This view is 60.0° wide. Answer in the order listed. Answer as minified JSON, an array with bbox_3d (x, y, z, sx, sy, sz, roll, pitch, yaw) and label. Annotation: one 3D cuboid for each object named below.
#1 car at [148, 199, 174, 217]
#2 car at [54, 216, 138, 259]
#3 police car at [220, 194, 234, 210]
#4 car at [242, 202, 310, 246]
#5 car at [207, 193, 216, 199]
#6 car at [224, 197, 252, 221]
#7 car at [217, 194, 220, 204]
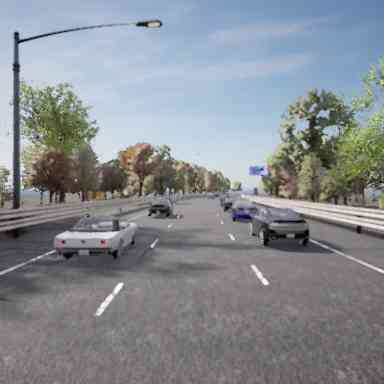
[{"bbox_3d":[-2.766,1.405,30.296,1.837,1.490,4.892,0,0,2],"label":"car"},{"bbox_3d":[-3.283,1.558,12.430,1.895,1.301,4.718,0,0,1],"label":"car"},{"bbox_3d":[4.411,1.309,36.896,1.930,1.638,5.238,0,0,3],"label":"police car"},{"bbox_3d":[3.783,1.445,15.016,2.128,1.511,4.902,0,0,1],"label":"car"},{"bbox_3d":[5.092,1.162,88.728,2.033,1.411,5.357,0,0,7],"label":"car"},{"bbox_3d":[3.957,1.421,25.948,2.163,1.488,4.792,0,0,2],"label":"car"},{"bbox_3d":[5.009,1.285,47.648,2.033,1.649,4.856,0,0,4],"label":"car"}]
